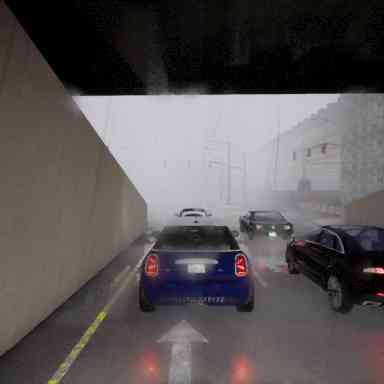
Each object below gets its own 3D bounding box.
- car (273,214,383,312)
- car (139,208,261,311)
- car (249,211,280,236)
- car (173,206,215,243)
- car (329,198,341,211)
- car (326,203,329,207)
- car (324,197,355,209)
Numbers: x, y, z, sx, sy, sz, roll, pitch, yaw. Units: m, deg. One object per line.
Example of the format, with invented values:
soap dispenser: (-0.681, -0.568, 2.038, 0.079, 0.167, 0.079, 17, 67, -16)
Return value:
car: (3.583, 1.492, 7.654, 2.128, 1.511, 4.902, 0, 0, 0)
car: (0.084, 1.352, 7.920, 2.097, 1.767, 4.553, 0, 0, 0)
car: (3.591, 1.601, 16.980, 1.895, 1.301, 4.718, 0, 0, 0)
car: (0.069, 1.526, 16.972, 1.812, 1.442, 4.674, 0, 0, 0)
car: (17.414, 1.453, 34.759, 2.038, 1.542, 4.974, 0, 0, -35)
car: (17.516, 1.453, 39.366, 2.038, 1.542, 4.974, 0, 0, 45)
car: (17.552, 1.295, 39.403, 1.853, 1.218, 4.536, 0, 0, 45)
